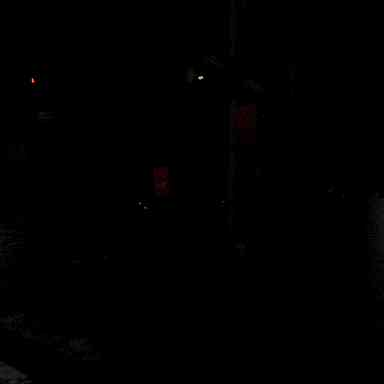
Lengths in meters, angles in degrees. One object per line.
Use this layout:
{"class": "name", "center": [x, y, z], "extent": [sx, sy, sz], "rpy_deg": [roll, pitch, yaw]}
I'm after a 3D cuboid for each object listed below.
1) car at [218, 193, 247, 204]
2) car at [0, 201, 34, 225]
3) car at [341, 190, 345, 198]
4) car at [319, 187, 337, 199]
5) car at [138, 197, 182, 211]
{"class": "car", "center": [5.496, 0.813, 44.820], "extent": [2.033, 1.411, 5.357], "rpy_deg": [0, 1, 35]}
{"class": "car", "center": [-12.009, 1.286, 19.758], "extent": [2.128, 1.511, 4.902], "rpy_deg": [0, 1, 35]}
{"class": "car", "center": [28.202, 0.379, 60.027], "extent": [1.837, 1.490, 4.892], "rpy_deg": [0, 1, 34]}
{"class": "car", "center": [24.951, 0.106, 61.056], "extent": [2.150, 2.045, 5.566], "rpy_deg": [0, 1, 35]}
{"class": "car", "center": [-3.055, 1.119, 32.600], "extent": [1.895, 1.301, 4.718], "rpy_deg": [0, 1, 35]}
